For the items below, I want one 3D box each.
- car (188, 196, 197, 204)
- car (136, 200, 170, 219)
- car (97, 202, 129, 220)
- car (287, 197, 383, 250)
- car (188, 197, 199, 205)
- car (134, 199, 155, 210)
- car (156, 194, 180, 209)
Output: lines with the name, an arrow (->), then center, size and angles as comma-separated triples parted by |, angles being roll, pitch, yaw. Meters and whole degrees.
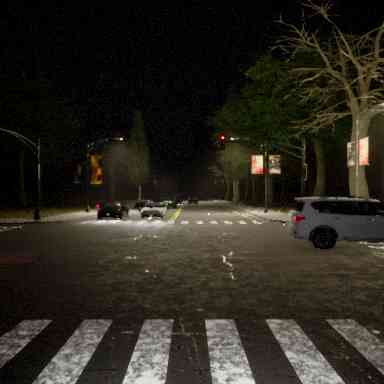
car -> 0.197, 1.740, 72.625 | 1.882, 1.535, 5.008 | 0, 0, 0
car -> -3.291, 1.616, 28.927 | 1.895, 1.301, 4.718 | 0, 0, 0
car -> -6.544, 1.578, 27.941 | 1.994, 1.385, 4.181 | 0, 0, 0
car -> 6.763, 1.243, 13.553 | 5.566, 2.045, 2.150 | 1, 1, 10
car -> 0.227, 1.673, 62.258 | 2.128, 1.511, 4.902 | 0, 0, 0
car -> -6.511, 1.658, 44.369 | 1.895, 1.301, 4.718 | 0, 0, 0
car -> -3.254, 1.290, 46.242 | 2.150, 2.045, 5.566 | 0, -1, 0
